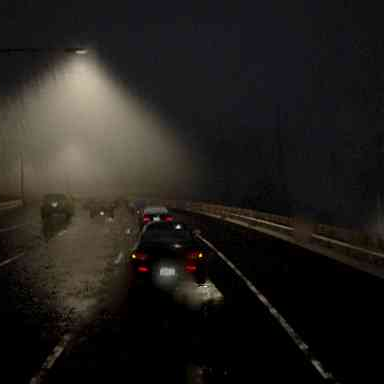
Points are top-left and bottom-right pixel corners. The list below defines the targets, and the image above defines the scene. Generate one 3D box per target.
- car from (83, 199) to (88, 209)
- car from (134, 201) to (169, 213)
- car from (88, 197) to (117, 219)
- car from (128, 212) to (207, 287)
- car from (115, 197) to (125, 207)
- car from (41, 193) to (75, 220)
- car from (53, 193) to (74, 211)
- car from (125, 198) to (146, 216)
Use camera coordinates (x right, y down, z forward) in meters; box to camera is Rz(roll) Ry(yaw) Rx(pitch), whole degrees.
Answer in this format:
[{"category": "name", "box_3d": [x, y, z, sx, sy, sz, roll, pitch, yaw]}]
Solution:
[{"category": "car", "box_3d": [-12.746, 1.464, 42.515, 1.994, 1.385, 4.181, 0, 0, -24]}, {"category": "car", "box_3d": [-2.304, 1.495, 20.369, 2.033, 1.411, 5.357, 0, 0, -11]}, {"category": "car", "box_3d": [-7.802, 1.436, 28.776, 1.837, 1.490, 4.892, 0, 0, -16]}, {"category": "car", "box_3d": [-0.690, 1.501, 9.210, 1.812, 1.442, 4.674, 0, 0, -5]}, {"category": "car", "box_3d": [-9.684, 1.398, 44.218, 1.837, 1.490, 4.892, 0, 1, -23]}, {"category": "car", "box_3d": [-11.120, 1.149, 27.827, 2.150, 2.045, 5.566, 0, -1, -15]}, {"category": "car", "box_3d": [-16.203, 1.128, 41.731, 2.150, 2.045, 5.566, 0, 0, -23]}, {"category": "car", "box_3d": [-5.011, 1.446, 31.639, 1.812, 1.442, 4.674, 0, 0, -16]}]
